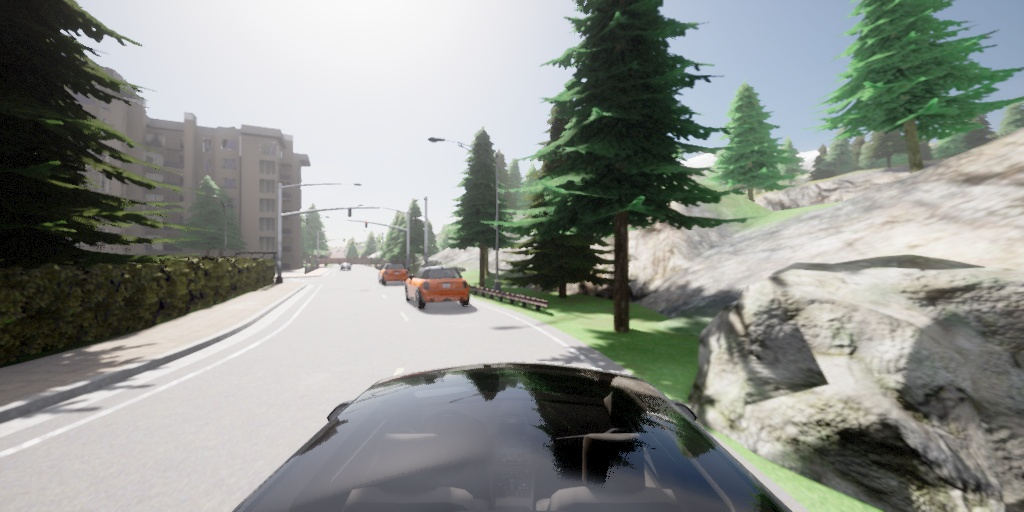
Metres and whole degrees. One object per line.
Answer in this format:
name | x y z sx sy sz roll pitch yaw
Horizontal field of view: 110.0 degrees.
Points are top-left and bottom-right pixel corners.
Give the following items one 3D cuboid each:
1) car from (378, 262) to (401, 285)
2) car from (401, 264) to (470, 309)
car | -9.841 1.383 29.787 2.097 1.767 4.553 0 -1 -25
car | -3.503 1.242 16.193 2.097 1.767 4.553 0 -1 -25
